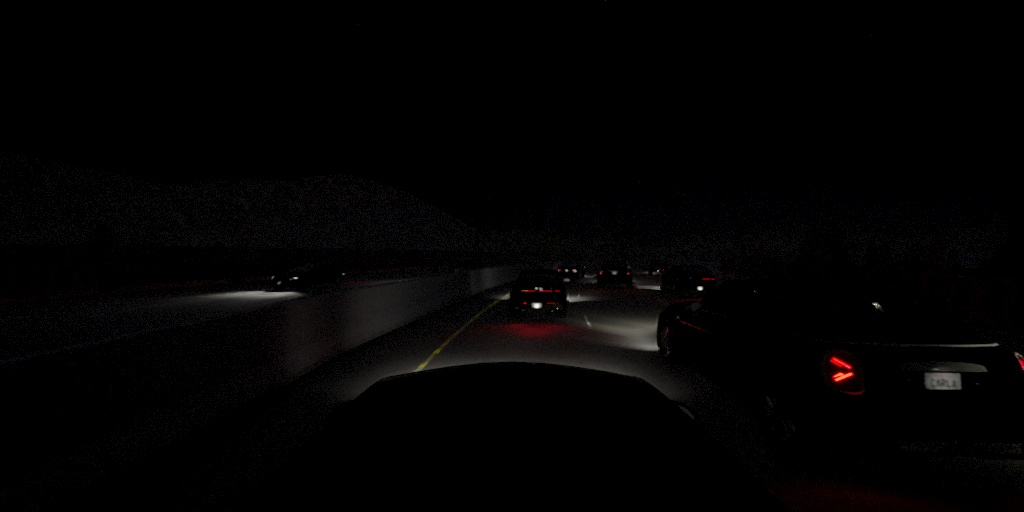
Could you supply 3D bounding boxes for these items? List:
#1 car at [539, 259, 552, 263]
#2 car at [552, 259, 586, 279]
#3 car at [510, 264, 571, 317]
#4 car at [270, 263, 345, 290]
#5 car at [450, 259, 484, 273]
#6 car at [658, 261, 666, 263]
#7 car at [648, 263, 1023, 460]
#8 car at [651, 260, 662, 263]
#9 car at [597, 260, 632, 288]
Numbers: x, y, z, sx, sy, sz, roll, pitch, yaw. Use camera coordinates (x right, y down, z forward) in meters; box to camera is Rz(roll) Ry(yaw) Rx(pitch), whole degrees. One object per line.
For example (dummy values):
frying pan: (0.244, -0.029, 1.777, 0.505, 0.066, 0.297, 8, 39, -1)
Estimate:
car: (4.623, 1.155, 47.632, 1.994, 1.385, 4.181, 0, 0, 28)
car: (5.176, 1.203, 30.983, 2.033, 1.411, 5.357, 0, 0, 19)
car: (1.041, 1.215, 13.078, 1.837, 1.490, 4.892, 0, 0, 7)
car: (-11.951, 1.158, 21.365, 1.812, 1.442, 4.674, 0, 0, 11)
car: (-4.396, 1.096, 35.703, 2.128, 1.511, 4.902, 0, 0, 20)
car: (9.119, 1.221, 18.804, 1.837, 1.490, 4.892, 0, 0, 12)
car: (3.845, 1.102, 5.247, 2.097, 1.767, 4.553, 0, 0, 2)
car: (15.057, 1.173, 36.780, 1.837, 1.490, 4.892, 0, 0, 24)
car: (6.685, 1.042, 23.584, 2.097, 1.767, 4.553, 0, 0, 14)
